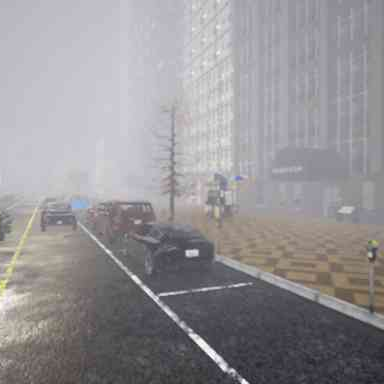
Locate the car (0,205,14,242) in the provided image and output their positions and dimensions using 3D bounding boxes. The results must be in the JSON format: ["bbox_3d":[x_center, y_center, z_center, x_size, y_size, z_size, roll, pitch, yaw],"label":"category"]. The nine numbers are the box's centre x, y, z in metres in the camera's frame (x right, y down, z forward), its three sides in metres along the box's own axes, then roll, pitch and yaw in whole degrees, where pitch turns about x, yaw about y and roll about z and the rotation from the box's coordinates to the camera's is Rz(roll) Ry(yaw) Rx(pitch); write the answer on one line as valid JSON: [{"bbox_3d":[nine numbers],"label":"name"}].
[{"bbox_3d":[-9.499,1.478,15.380,1.895,1.301,4.718,0,0,-24],"label":"car"}]

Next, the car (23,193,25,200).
[{"bbox_3d":[-33.109,1.094,62.440,2.008,1.369,4.403,1,0,-24],"label":"car"}]

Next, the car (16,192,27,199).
[{"bbox_3d":[-39.819,0.882,77.642,1.967,1.590,4.097,1,0,-24],"label":"car"}]

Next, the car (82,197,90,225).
[{"bbox_3d":[-5.308,1.334,20.219,1.967,1.590,4.097,1,0,-24],"label":"car"}]

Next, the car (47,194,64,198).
[{"bbox_3d":[-15.709,1.284,37.352,1.812,1.442,4.674,0,0,-24],"label":"car"}]

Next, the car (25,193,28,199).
[{"bbox_3d":[-37.583,1.020,72.574,1.887,1.381,4.507,1,0,-24],"label":"car"}]

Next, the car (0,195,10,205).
[{"bbox_3d":[-21.924,1.256,37.104,1.887,1.381,4.507,1,0,-24],"label":"car"}]

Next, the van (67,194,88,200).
[{"bbox_3d":[-12.018,1.135,35.421,1.690,1.788,3.998,1,0,-24],"label":"van"}]

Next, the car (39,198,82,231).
[{"bbox_3d":[-7.871,1.369,19.601,2.128,1.511,4.902,0,0,-24],"label":"car"}]

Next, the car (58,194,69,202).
[{"bbox_3d":[-25.511,1.116,65.980,1.752,1.417,4.829,1,0,-24],"label":"car"}]

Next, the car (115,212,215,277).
[{"bbox_3d":[-0.834,1.527,10.085,1.947,1.339,4.313,1,0,-24],"label":"car"}]

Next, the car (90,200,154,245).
[{"bbox_3d":[-3.069,1.243,15.152,2.192,1.841,5.009,1,0,-24],"label":"car"}]

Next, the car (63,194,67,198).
[{"bbox_3d":[-14.256,1.200,40.489,1.967,1.590,4.097,1,0,-24],"label":"car"}]

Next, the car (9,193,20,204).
[{"bbox_3d":[-28.635,1.155,52.305,1.887,1.381,4.507,1,0,-24],"label":"car"}]

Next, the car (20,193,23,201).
[{"bbox_3d":[-30.871,1.017,57.372,1.967,1.590,4.097,1,0,-24],"label":"car"}]
